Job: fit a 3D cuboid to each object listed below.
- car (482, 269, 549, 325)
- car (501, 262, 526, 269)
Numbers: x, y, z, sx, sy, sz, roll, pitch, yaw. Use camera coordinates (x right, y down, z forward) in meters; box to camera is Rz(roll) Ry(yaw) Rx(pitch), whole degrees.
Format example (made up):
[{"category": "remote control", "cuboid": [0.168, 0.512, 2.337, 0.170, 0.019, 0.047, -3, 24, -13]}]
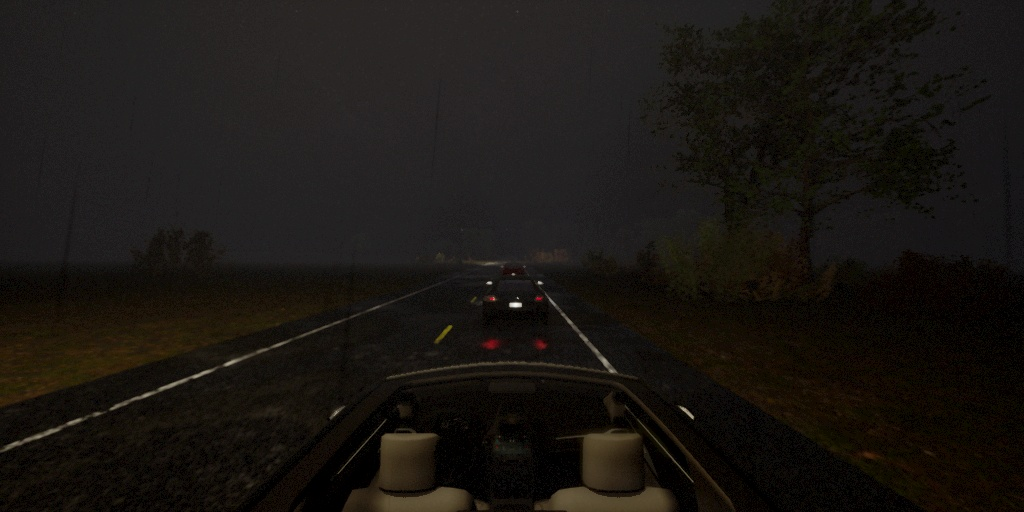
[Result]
[{"category": "car", "cuboid": [0.101, 1.313, 11.852, 1.994, 1.385, 4.181, 0, 0, 0]}, {"category": "car", "cuboid": [0.103, 1.223, 29.651, 1.882, 1.535, 5.008, 0, 0, 0]}]
